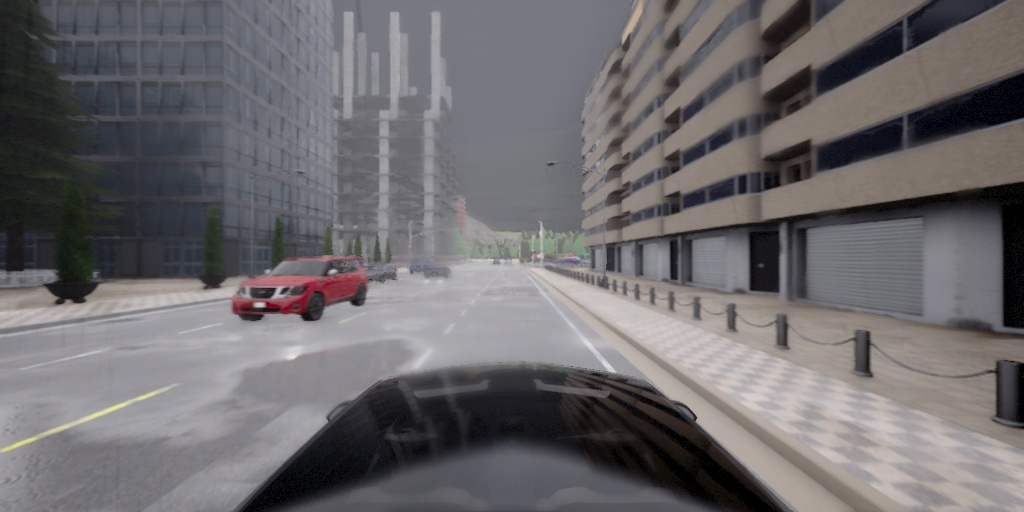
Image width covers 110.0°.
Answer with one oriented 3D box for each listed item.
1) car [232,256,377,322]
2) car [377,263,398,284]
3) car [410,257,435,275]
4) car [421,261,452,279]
[{"bbox_3d":[-7.090,1.016,12.860,2.150,2.045,5.566,0,0,0],"label":"car"},{"bbox_3d":[-10.552,1.354,28.443,2.128,1.511,4.902,0,0,0],"label":"car"},{"bbox_3d":[-10.484,1.144,42.786,2.150,2.045,5.566,0,0,0],"label":"car"},{"bbox_3d":[-6.997,1.451,34.497,1.994,1.385,4.181,0,0,0],"label":"car"}]
